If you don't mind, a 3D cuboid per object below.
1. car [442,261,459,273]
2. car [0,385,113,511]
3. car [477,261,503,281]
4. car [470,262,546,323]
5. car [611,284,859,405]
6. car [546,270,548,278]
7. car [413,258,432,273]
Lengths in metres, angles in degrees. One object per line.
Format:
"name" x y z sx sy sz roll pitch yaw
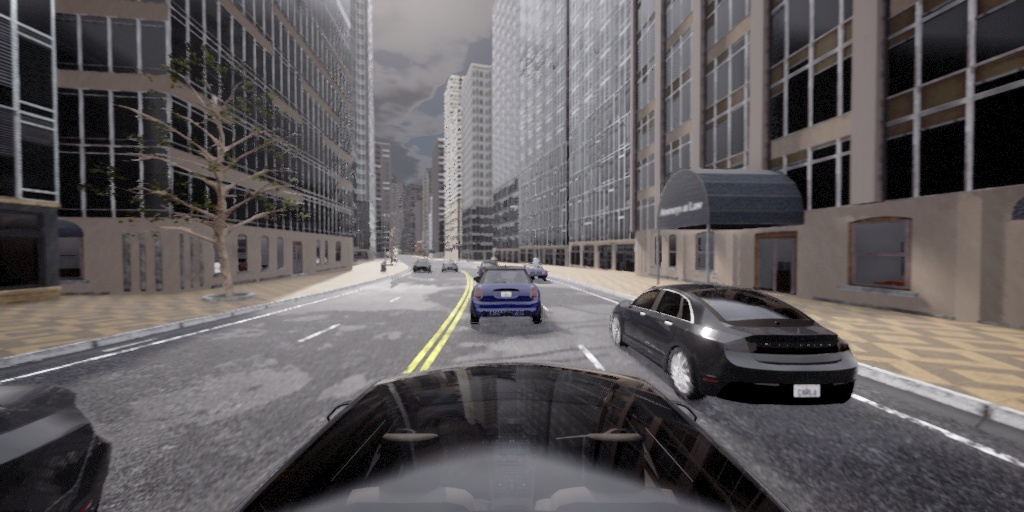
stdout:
"car" -7.573 1.305 43.866 1.994 1.385 4.181 0 0 -11
"car" -3.409 1.261 0.131 1.837 1.490 4.892 0 0 0
"car" -1.975 1.243 30.965 1.837 1.490 4.892 0 0 -8
"car" -0.254 1.100 12.258 2.097 1.767 4.553 0 0 -2
"car" 3.217 1.247 6.393 1.837 1.490 4.892 0 0 -1
"car" 1.540 1.327 29.266 1.895 1.301 4.718 0 0 -7
"car" -10.754 1.110 43.193 2.097 1.767 4.553 0 0 -11
